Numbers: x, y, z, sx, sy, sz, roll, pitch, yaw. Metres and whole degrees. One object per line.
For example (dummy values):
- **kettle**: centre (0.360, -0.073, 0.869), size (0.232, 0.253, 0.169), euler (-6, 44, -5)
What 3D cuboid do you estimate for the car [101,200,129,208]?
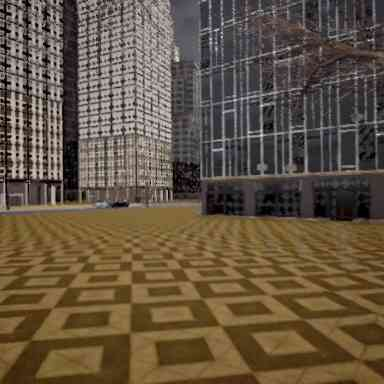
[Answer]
- **car**: centre (-14.376, 2.346, 64.042), size (2.128, 1.511, 4.902), euler (-1, -1, 34)

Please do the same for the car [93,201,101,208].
- **car**: centre (-17.301, 2.423, 65.453), size (1.812, 1.442, 4.674), euler (-1, -1, 33)
